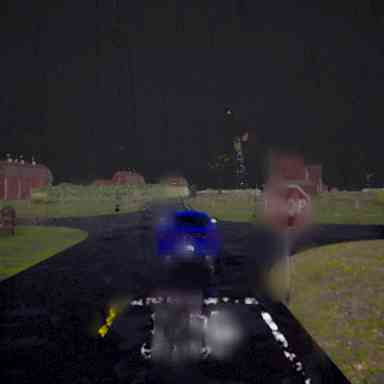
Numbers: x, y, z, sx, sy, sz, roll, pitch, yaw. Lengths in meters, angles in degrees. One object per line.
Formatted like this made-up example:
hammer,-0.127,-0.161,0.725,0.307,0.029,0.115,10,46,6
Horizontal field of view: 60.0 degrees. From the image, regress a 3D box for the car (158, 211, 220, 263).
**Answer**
car,-0.130,1.416,11.784,1.882,1.535,5.008,0,1,-1
